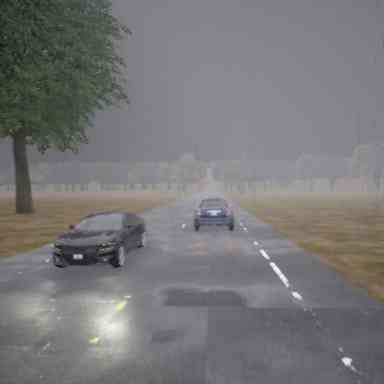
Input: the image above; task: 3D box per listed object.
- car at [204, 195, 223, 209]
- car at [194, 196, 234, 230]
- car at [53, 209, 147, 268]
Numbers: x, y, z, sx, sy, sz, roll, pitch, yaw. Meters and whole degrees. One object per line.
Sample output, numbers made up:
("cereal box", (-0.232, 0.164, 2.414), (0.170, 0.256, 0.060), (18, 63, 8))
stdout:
("car", (2.467, 1.091, 38.165), (1.994, 1.385, 4.181), (-2, 1, 4))
("car", (1.273, 1.122, 19.284), (2.097, 1.767, 4.553), (-1, 1, 4))
("car", (-2.831, 1.390, 11.183), (1.882, 1.535, 5.008), (-1, 1, 4))
